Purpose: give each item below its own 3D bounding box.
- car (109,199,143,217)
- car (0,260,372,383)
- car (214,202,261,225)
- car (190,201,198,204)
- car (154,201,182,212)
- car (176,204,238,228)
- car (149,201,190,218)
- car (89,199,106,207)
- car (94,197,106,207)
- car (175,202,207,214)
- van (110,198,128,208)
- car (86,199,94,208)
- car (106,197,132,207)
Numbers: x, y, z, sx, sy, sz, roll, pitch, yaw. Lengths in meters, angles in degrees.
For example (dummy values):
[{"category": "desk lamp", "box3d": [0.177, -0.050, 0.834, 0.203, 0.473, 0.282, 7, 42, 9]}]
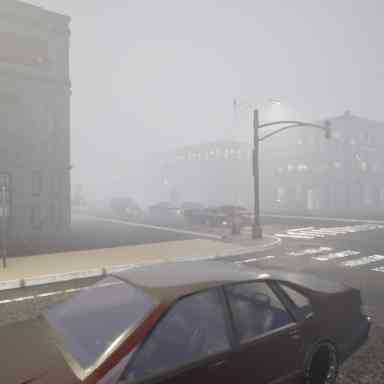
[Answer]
[{"category": "car", "box3d": [-6.961, 1.846, 36.196, 1.967, 1.590, 4.097, -1, 0, -36]}, {"category": "car", "box3d": [-0.184, 1.547, 3.557, 5.357, 1.411, 2.033, 0, 0, -36]}, {"category": "car", "box3d": [3.314, 1.744, 26.293, 1.812, 1.442, 4.674, -1, 0, -35]}, {"category": "car", "box3d": [-0.542, 1.805, 37.165, 2.128, 1.511, 4.902, -1, 0, -35]}, {"category": "car", "box3d": [-3.356, 1.965, 45.572, 1.802, 1.307, 4.206, -2, 0, -36]}, {"category": "car", "box3d": [1.007, 1.814, 24.833, 1.947, 1.339, 4.313, -2, 0, -36]}, {"category": "car", "box3d": [-2.733, 1.830, 34.752, 2.128, 1.511, 4.902, -1, 0, -36]}, {"category": "car", "box3d": [-19.441, 2.227, 68.094, 1.887, 1.381, 4.507, -1, 0, -36]}, {"category": "car", "box3d": [-16.230, 1.939, 63.589, 2.192, 1.841, 5.009, -1, 0, -36]}, {"category": "car", "box3d": [-0.140, 1.903, 41.068, 1.802, 1.307, 4.206, -2, 0, -36]}, {"category": "van", "box3d": [-13.012, 1.906, 59.085, 1.690, 1.788, 3.998, -1, 0, -36]}, {"category": "car", "box3d": [-19.256, 2.158, 63.395, 2.128, 1.511, 4.902, -1, 0, -36]}, {"category": "car", "box3d": [-8.778, 1.677, 43.245, 2.150, 2.045, 5.566, -1, 0, -35]}]
